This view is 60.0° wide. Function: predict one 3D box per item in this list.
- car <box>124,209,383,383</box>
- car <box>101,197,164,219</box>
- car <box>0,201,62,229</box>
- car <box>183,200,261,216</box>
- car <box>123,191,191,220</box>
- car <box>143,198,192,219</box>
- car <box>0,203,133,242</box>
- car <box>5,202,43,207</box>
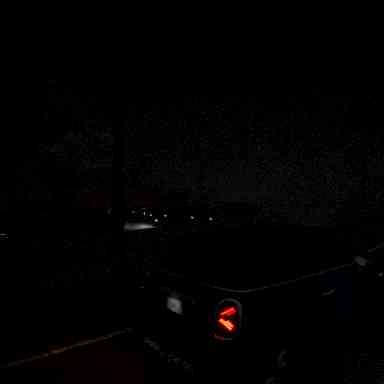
[{"bbox_3d":[1.448,1.277,5.140,4.553,1.767,2.097,-1,1,-39],"label":"car"},{"bbox_3d":[-4.847,1.281,27.843,2.128,1.511,4.902,0,1,42],"label":"car"},{"bbox_3d":[-11.354,1.447,21.731,4.902,1.511,2.128,-1,1,-37],"label":"car"},{"bbox_3d":[2.249,1.305,20.111,2.033,1.411,5.357,0,1,44],"label":"car"},{"bbox_3d":[-2.278,0.997,25.468,2.150,2.045,5.566,0,1,42],"label":"car"},{"bbox_3d":[-0.375,1.322,22.435,2.033,1.411,5.357,0,1,44],"label":"car"},{"bbox_3d":[-5.155,1.424,13.244,5.008,1.535,1.882,-1,1,-37],"label":"car"},{"bbox_3d":[-8.173,1.450,15.296,5.008,1.535,1.882,-1,1,-37],"label":"car"}]
